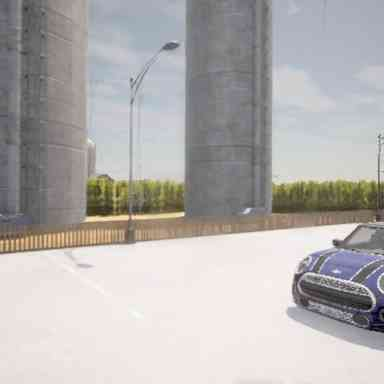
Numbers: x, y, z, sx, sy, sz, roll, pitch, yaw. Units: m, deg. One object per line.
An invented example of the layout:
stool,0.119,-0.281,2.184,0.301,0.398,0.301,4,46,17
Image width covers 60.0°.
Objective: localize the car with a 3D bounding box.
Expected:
car,4.147,1.421,6.857,4.553,1.767,2.097,1,0,-35
